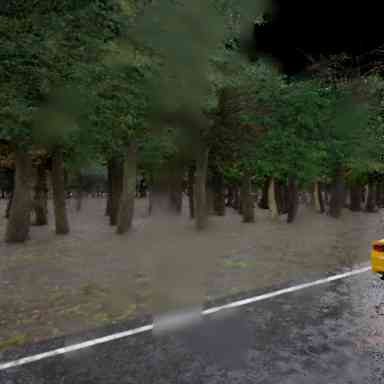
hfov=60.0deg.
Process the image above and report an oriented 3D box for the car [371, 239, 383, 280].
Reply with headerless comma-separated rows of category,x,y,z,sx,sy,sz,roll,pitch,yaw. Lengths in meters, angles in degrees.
car,6.565,1.462,8.496,5.008,1.535,1.882,0,0,-35
